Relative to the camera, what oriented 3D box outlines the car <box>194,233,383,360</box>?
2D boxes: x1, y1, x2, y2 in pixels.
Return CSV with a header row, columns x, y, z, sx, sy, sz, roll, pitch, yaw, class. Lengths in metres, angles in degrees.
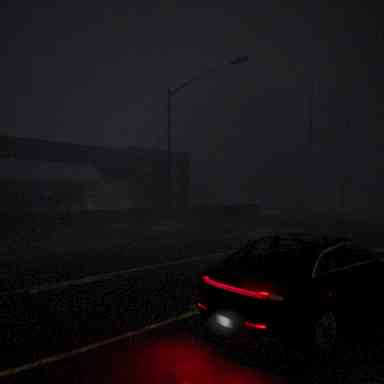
x,y,z,sx,sy,sz,roll,pitch,yaw,class
2.242,1.519,6.087,4.902,1.511,2.128,0,0,-42,car
